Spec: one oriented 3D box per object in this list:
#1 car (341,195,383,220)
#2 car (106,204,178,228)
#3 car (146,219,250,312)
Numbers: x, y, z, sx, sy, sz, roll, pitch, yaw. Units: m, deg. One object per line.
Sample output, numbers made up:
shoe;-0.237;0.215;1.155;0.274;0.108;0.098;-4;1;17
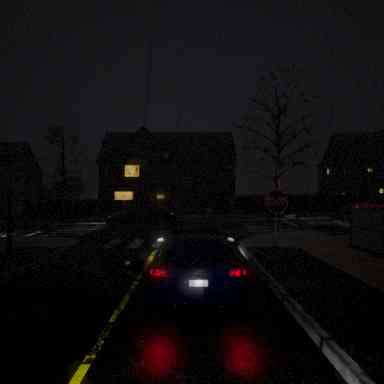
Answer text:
car;12.315;0.994;21.948;4.553;1.767;2.097;-1;1;0
car;-3.262;1.531;21.916;4.674;1.442;1.812;-1;1;0
car;0.092;1.564;7.818;1.994;1.385;4.181;0;0;-1
